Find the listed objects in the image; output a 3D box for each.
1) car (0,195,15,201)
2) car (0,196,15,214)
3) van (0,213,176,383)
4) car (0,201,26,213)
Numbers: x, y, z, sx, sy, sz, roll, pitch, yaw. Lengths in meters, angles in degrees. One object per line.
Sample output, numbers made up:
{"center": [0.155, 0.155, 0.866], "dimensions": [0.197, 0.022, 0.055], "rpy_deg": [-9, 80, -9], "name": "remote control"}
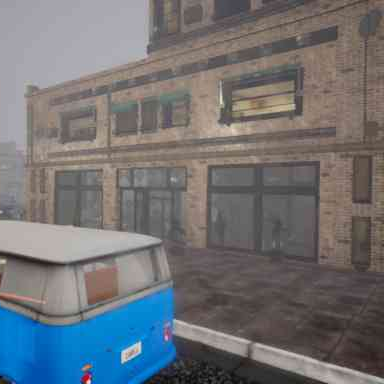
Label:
{"center": [-20.506, 1.341, 33.244], "dimensions": [2.150, 2.045, 5.566], "rpy_deg": [1, 0, 36], "name": "car"}
{"center": [-22.046, 1.402, 35.538], "dimensions": [2.192, 1.841, 5.009], "rpy_deg": [0, 0, 36], "name": "car"}
{"center": [-2.102, 1.339, 4.349], "dimensions": [3.998, 1.788, 1.690], "rpy_deg": [0, 1, 35], "name": "van"}
{"center": [-15.284, 1.786, 30.594], "dimensions": [1.947, 1.339, 4.313], "rpy_deg": [0, 0, 36], "name": "car"}
